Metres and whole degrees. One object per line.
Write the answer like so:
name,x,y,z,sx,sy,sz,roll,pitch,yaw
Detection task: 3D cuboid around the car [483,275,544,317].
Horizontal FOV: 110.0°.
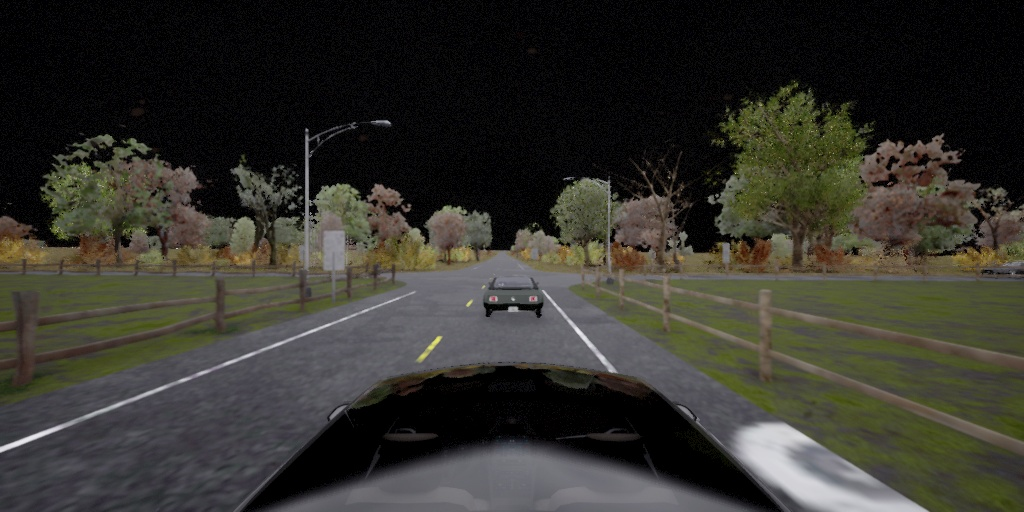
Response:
car,0.055,1.321,13.066,1.895,1.301,4.718,0,0,0

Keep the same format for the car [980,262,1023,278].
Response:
car,45.913,1.259,32.546,4.892,1.490,1.837,1,0,4
